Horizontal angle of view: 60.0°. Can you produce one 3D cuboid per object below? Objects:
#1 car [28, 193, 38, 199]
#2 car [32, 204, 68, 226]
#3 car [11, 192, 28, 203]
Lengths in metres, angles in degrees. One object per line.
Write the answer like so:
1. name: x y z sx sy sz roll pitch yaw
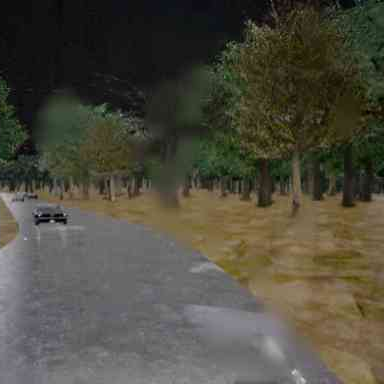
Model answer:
1. car: -38.491 0.993 80.265 1.882 1.535 5.008 0 0 -30
2. car: -9.494 1.456 22.128 1.895 1.301 4.718 0 0 -28
3. car: -30.682 1.086 58.788 1.837 1.490 4.892 1 0 -30
